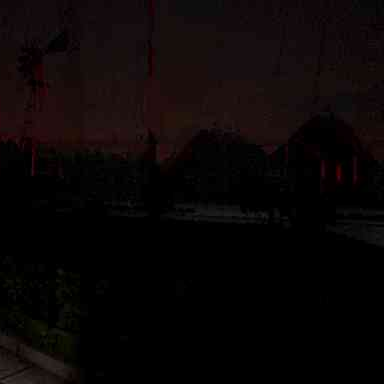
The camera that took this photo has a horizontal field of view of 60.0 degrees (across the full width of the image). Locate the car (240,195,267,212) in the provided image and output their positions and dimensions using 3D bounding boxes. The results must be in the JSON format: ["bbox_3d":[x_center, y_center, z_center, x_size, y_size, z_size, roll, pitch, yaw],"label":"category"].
[{"bbox_3d":[7.151,1.313,38.258,1.905,1.878,3.866,0,0,35],"label":"car"}]

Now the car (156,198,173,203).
[{"bbox_3d":[-4.206,1.507,45.547,1.816,1.474,4.193,0,0,35],"label":"car"}]

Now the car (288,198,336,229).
[{"bbox_3d":[7.866,1.310,21.555,1.932,1.855,4.605,0,0,35],"label":"car"}]

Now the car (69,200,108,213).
[{"bbox_3d":[-10.628,1.522,34.335,1.784,1.438,3.905,0,0,35],"label":"car"}]
